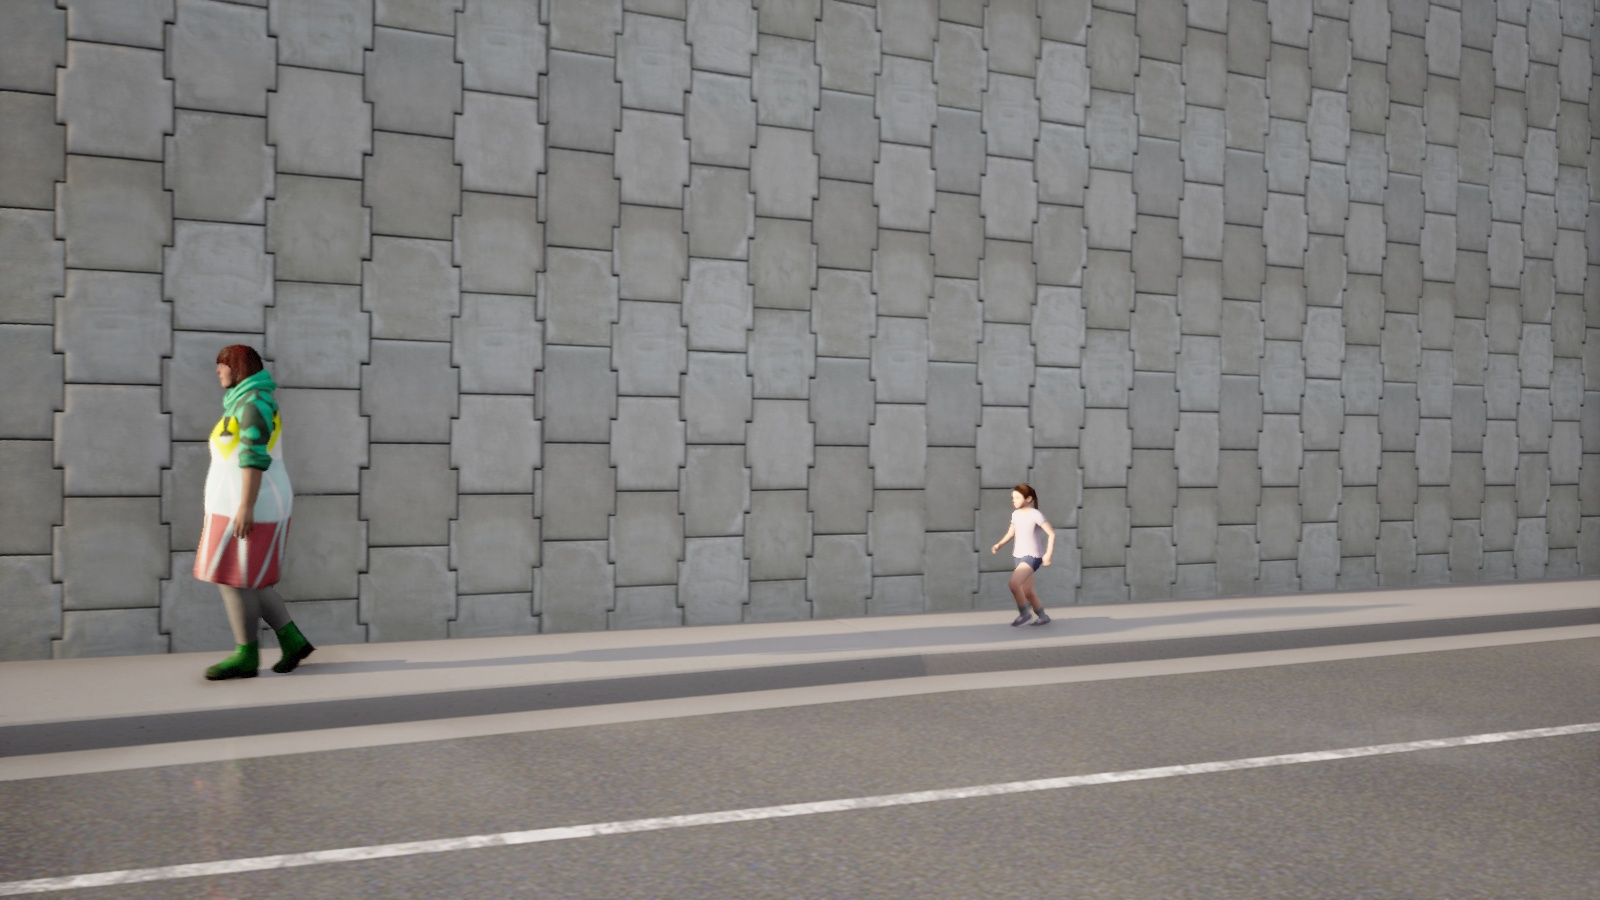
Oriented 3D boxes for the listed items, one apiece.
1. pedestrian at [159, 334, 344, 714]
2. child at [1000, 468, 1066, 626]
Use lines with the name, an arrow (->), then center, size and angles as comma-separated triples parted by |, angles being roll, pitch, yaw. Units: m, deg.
pedestrian -> -3.002, 0.375, 6.914 | 0.873, 1.952, 0.659 | -1, 1, -23
child -> 1.700, 0.694, 9.150 | 0.394, 1.110, 0.255 | -1, 1, -25
